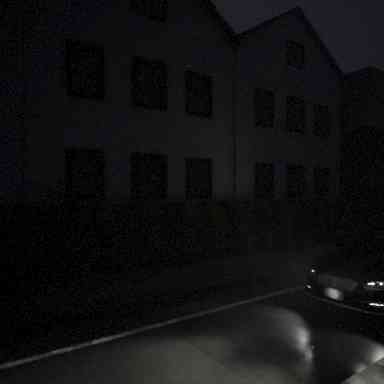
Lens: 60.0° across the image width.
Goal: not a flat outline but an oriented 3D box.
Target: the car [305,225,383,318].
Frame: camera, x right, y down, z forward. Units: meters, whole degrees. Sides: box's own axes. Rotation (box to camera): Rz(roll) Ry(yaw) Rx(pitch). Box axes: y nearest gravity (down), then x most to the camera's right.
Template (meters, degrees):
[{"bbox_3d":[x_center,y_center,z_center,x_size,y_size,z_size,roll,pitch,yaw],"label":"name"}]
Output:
[{"bbox_3d":[4.441,1.495,7.163,4.902,1.511,2.128,0,0,-35],"label":"car"}]
